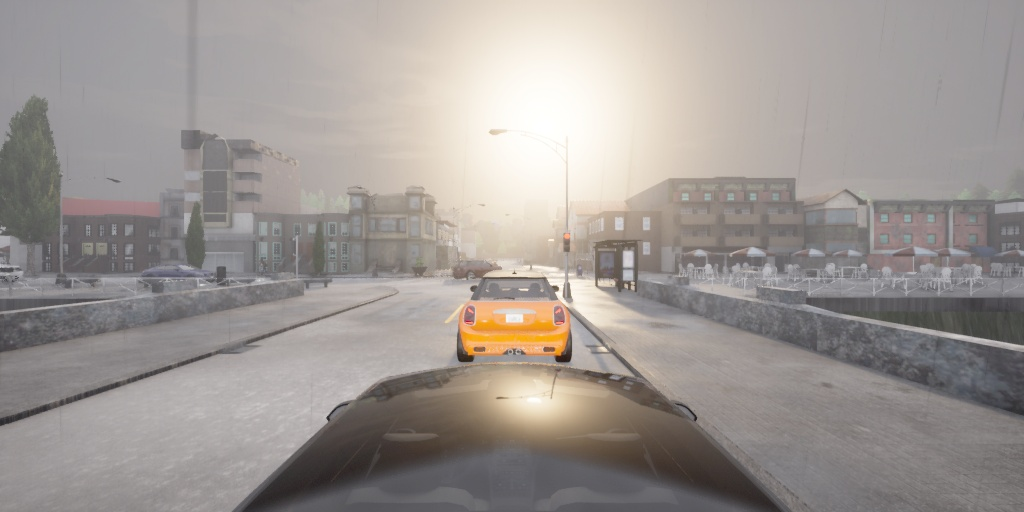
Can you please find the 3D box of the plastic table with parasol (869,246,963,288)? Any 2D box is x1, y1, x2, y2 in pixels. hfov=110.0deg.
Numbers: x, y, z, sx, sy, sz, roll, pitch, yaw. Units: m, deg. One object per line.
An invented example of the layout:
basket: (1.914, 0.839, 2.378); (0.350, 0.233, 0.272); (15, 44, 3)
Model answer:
plastic table with parasol: (23.803, 0.675, 21.257); (2.482, 2.480, 2.482); (0, 0, 0)

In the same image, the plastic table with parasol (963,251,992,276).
plastic table with parasol: (30.514, 0.675, 25.085); (2.482, 2.480, 2.482); (0, 0, 0)

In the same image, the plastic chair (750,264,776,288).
plastic chair: (15.003, 1.279, 21.410); (0.750, 1.272, 0.730); (0, 0, 0)

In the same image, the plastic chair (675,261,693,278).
plastic chair: (14.706, 1.279, 30.610); (0.730, 1.272, 0.750); (0, 0, 0)

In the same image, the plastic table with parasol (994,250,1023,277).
plastic table with parasol: (46.707, 0.675, 33.180); (2.482, 2.480, 2.482); (0, 0, 0)

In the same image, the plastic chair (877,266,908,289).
plastic chair: (22.603, 1.279, 21.308); (0.730, 1.272, 0.750); (0, 0, 0)

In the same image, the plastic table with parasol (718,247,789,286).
plastic table with parasol: (15.173, 0.675, 22.670); (2.482, 2.480, 2.482); (0, 0, 0)

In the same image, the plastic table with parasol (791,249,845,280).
plastic table with parasol: (22.905, 0.675, 27.458); (2.482, 2.480, 2.482); (0, 0, 0)

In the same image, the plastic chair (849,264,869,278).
plastic chair: (29.906, 1.279, 30.805); (0.750, 1.272, 0.730); (0, 0, 0)

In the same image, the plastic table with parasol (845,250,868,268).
plastic table with parasol: (30.236, 0.675, 32.175); (2.482, 2.480, 2.482); (0, 0, 0)

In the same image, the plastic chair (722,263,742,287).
plastic chair: (13.903, 1.279, 22.811); (0.730, 1.272, 0.750); (0, 0, 0)

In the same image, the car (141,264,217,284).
car: (-24.219, 1.276, 26.165); (4.674, 1.442, 1.812); (0, 0, 0)

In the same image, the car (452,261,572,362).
car: (0.062, 1.102, 8.353); (2.097, 1.767, 4.553); (0, 0, 1)

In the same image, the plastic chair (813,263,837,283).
plastic chair: (22.804, 1.279, 26.108); (0.750, 1.272, 0.730); (0, 0, 0)

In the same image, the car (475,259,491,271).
car: (-4.088, 1.228, 51.032); (1.882, 1.535, 5.008); (0, 0, 0)

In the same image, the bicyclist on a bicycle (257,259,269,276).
bicyclist on a bicycle: (-24.013, 1.099, 34.562); (0.582, 1.620, 1.656); (0, 0, 0)

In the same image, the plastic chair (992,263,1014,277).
plastic chair: (45.507, 1.279, 33.301); (0.730, 1.272, 0.750); (0, 0, 0)

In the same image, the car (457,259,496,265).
car: (-2.749, 1.102, 30.233); (4.553, 1.767, 2.097); (0, 0, -43)

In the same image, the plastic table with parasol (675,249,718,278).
plastic table with parasol: (15.926, 0.675, 30.490); (2.482, 2.480, 2.482); (0, 0, 0)

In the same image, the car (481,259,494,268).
car: (-4.068, 1.228, 60.682); (1.882, 1.535, 5.008); (0, 0, 0)

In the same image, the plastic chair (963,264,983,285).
plastic chair: (30.504, 1.279, 23.805); (0.750, 1.272, 0.730); (0, 0, 0)

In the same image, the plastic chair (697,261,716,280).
plastic chair: (15.805, 1.279, 29.210); (0.750, 1.272, 0.730); (0, 0, 0)

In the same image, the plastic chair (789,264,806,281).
plastic chair: (21.705, 1.279, 27.508); (0.730, 1.272, 0.750); (0, 0, 0)

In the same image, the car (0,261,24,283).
car: (-39.485, 0.966, 26.179); (5.566, 2.045, 2.150); (1, 0, 0)

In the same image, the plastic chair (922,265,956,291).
plastic chair: (23.702, 1.279, 19.907); (0.750, 1.272, 0.730); (0, 0, 0)
